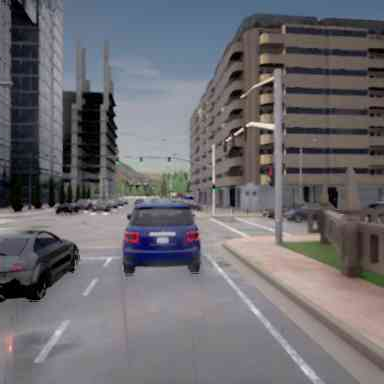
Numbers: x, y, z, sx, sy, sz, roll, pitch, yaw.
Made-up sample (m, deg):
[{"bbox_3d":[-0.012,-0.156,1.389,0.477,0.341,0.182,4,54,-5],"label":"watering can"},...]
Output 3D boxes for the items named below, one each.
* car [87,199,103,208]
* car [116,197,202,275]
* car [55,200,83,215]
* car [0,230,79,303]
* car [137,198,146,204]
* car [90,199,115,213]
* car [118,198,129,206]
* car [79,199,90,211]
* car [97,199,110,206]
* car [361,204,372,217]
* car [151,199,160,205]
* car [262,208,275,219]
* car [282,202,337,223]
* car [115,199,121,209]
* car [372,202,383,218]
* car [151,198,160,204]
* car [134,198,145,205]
[{"bbox_3d":[-16.989,2.068,58.347,1.812,1.442,4.674,0,0,-6],"label":"car"},{"bbox_3d":[-0.999,1.320,11.028,2.150,2.045,5.566,0,0,-6],"label":"car"},{"bbox_3d":[-14.986,1.985,40.196,1.895,1.301,4.718,0,0,-6],"label":"car"},{"bbox_3d":[-4.280,1.649,8.454,1.994,1.385,4.181,0,0,-5],"label":"car"},{"bbox_3d":[-12.862,2.299,84.828,1.994,1.385,4.181,0,0,-6],"label":"car"},{"bbox_3d":[-11.927,1.914,44.365,1.837,1.490,4.892,0,0,-6],"label":"car"},{"bbox_3d":[-15.113,2.185,73.519,1.812,1.442,4.674,0,0,-6],"label":"car"},{"bbox_3d":[-15.975,1.813,49.039,2.097,1.767,4.553,0,0,-6],"label":"car"},{"bbox_3d":[-18.026,2.179,68.095,1.994,1.385,4.181,0,0,-6],"label":"car"},{"bbox_3d":[18.209,1.776,32.349,4.892,1.490,1.837,0,0,-7],"label":"car"},{"bbox_3d":[-8.260,2.205,75.222,1.994,1.385,4.181,0,0,-6],"label":"car"},{"bbox_3d":[9.056,1.795,31.269,4.892,1.490,1.837,0,0,-7],"label":"car"},{"bbox_3d":[9.828,1.611,27.837,4.553,1.767,2.097,0,0,-7],"label":"car"},{"bbox_3d":[-12.924,2.013,53.335,1.812,1.442,4.674,0,0,-6],"label":"car"},{"bbox_3d":[18.395,1.805,28.842,4.181,1.385,1.994,0,0,-6],"label":"car"},{"bbox_3d":[-9.384,2.279,85.220,2.033,1.411,5.357,0,0,-6],"label":"car"},{"bbox_3d":[-11.726,2.187,74.716,2.128,1.511,4.902,0,0,-6],"label":"car"}]
